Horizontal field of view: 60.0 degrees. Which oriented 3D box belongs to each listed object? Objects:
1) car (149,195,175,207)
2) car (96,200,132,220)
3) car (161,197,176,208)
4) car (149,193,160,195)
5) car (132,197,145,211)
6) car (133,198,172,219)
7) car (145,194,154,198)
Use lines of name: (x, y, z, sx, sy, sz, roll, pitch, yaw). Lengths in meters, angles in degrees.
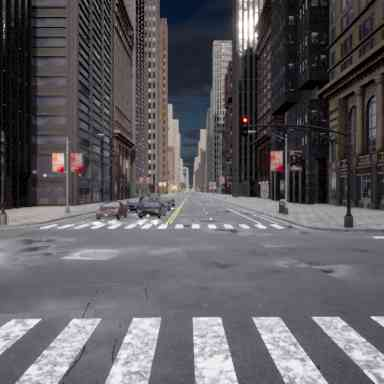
car: (-3.426, 1.466, 39.222, 2.128, 1.511, 4.902, 0, 0, 0)
car: (-6.655, 1.510, 28.047, 1.812, 1.442, 4.674, 0, 0, 0)
car: (-3.455, 1.510, 49.774, 2.033, 1.411, 5.357, 0, 0, 0)
car: (-6.680, 1.170, 57.844, 2.150, 2.045, 5.566, 0, 0, 1)
car: (-6.675, 1.577, 37.155, 1.895, 1.301, 4.718, 0, 0, 0)
car: (-3.383, 1.531, 29.483, 2.033, 1.411, 5.357, 0, 0, 4)
car: (-6.696, 1.470, 47.395, 1.837, 1.490, 4.892, 0, 0, 0)
